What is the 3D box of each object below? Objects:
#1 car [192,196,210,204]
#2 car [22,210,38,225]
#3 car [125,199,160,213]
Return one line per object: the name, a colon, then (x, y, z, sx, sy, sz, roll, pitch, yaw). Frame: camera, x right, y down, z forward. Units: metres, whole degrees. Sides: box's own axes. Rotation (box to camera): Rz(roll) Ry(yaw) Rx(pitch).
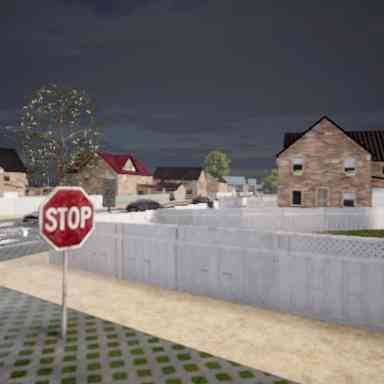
car: (1.549, 1.340, 55.948, 2.033, 1.411, 5.357, 2, 1, 18)
car: (-9.332, 1.510, 23.612, 2.033, 1.411, 5.357, 2, 1, 19)
car: (-5.192, 1.440, 36.022, 2.033, 1.411, 5.357, 2, 1, 19)
